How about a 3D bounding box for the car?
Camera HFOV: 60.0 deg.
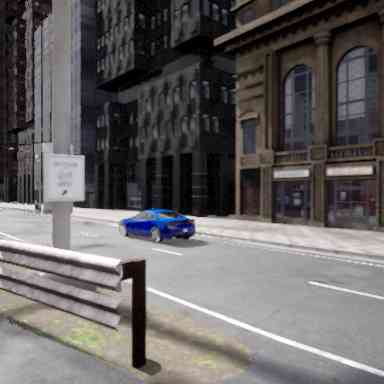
[{"bbox_3d":[-1.947,1.641,17.261,1.882,1.535,5.008,0,0,-41],"label":"car"}]
